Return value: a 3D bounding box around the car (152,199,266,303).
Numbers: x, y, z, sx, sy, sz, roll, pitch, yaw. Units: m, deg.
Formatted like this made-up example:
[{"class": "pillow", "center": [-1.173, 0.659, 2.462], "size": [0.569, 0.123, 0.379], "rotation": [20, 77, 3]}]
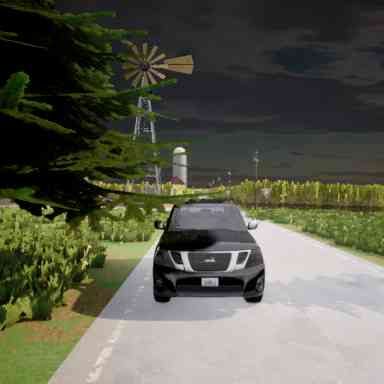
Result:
[{"class": "car", "center": [0.331, 1.221, 8.579], "size": [2.150, 2.045, 5.566], "rotation": [0, 0, 0]}]
